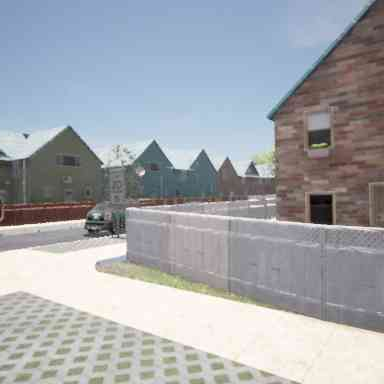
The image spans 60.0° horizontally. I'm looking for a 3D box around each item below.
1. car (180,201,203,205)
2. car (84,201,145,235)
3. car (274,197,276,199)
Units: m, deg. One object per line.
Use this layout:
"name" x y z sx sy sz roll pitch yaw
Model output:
"car" -0.025 1.449 27.704 1.994 1.385 4.181 -2 -1 36
"car" -3.465 1.244 18.091 2.097 1.767 4.553 -2 -1 36
"car" 10.215 1.226 36.727 1.837 1.490 4.892 -2 -1 36
